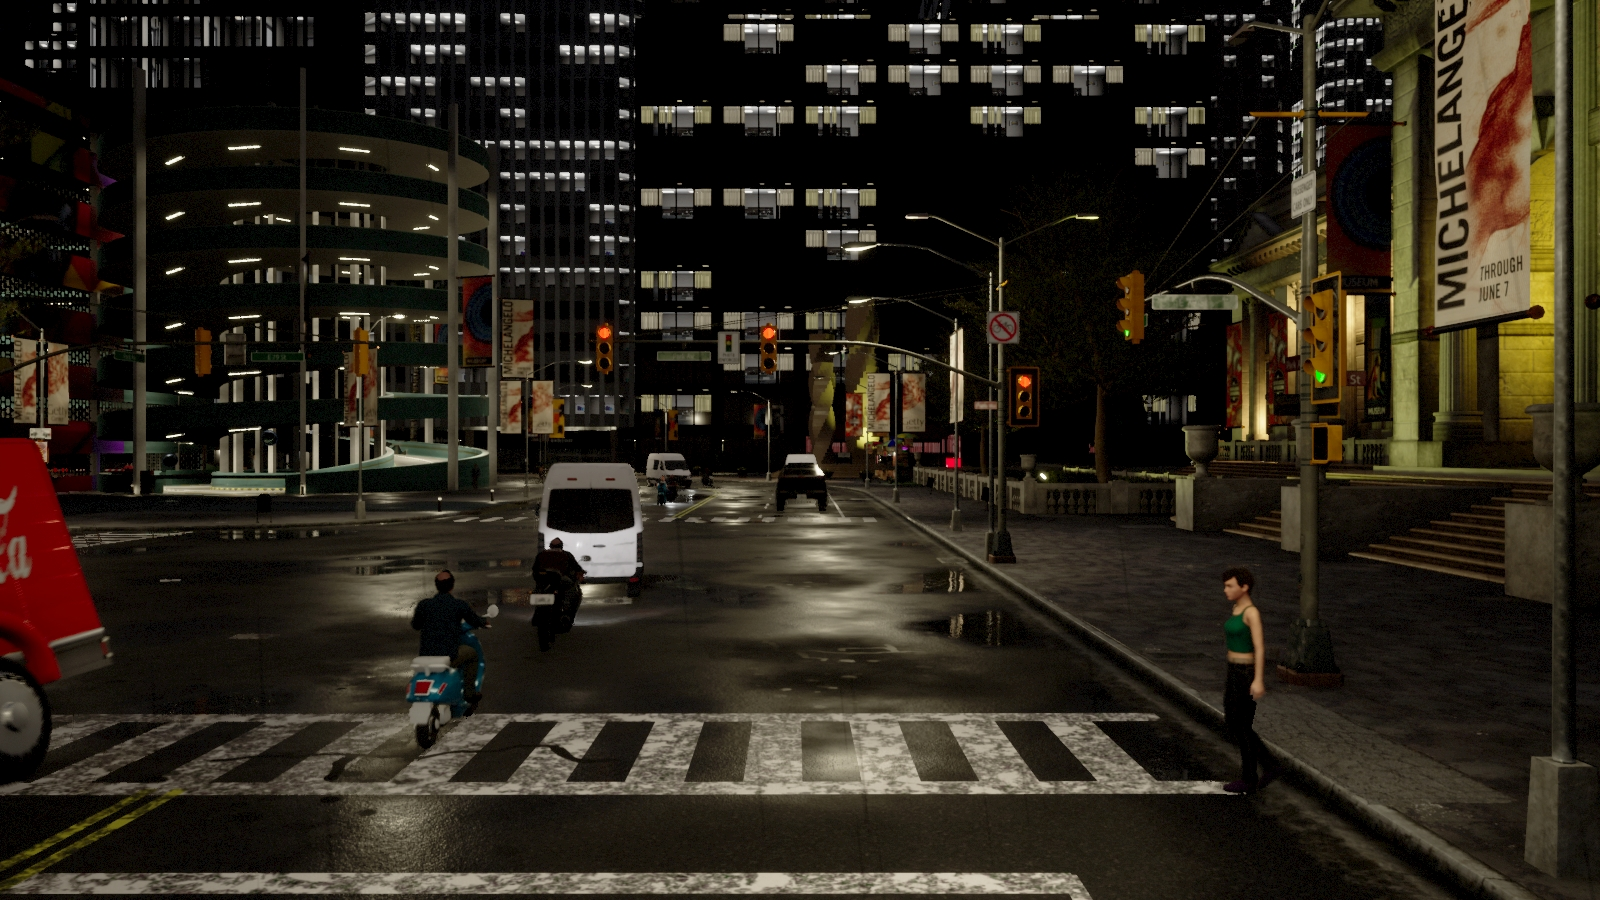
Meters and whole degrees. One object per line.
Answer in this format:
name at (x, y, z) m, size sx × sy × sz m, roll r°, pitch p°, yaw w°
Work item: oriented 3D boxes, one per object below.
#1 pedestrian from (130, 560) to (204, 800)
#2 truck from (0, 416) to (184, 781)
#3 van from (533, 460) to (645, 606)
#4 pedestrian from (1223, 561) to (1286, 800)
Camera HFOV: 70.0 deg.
pedestrian at (-5.156, 1.848, 9.310) m, size 0.375 × 1.860 × 0.375 m, roll 0°, pitch 0°, yaw 18°
truck at (-6.811, 1.299, 7.021) m, size 2.627 × 2.467 × 5.204 m, roll -14°, pitch 1°, yaw 1°
van at (-4.393, 1.535, 23.664) m, size 1.988 × 2.561 × 5.915 m, roll 1°, pitch 0°, yaw -11°
pedestrian at (3.681, 1.849, 9.263) m, size 0.375 × 1.860 × 0.375 m, roll 0°, pitch 0°, yaw 3°
